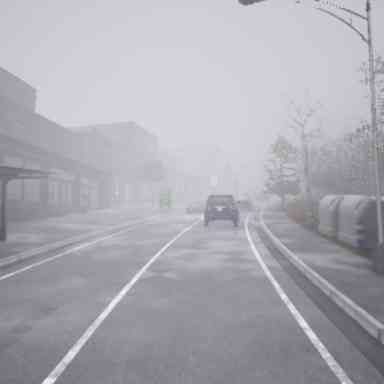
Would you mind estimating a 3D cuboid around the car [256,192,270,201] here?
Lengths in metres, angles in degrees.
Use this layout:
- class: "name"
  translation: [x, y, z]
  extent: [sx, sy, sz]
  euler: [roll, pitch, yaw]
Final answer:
- class: "car"
  translation: [15.521, 0.834, 72.643]
  extent: [2.150, 2.045, 5.566]
  euler: [-3, -1, 25]

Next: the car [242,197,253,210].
- class: "car"
  translation: [6.395, 1.329, 41.084]
  extent: [1.882, 1.535, 5.008]
  euler: [-2, 0, 17]

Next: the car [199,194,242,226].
- class: "car"
  translation: [2.146, 1.159, 23.110]
  extent: [2.150, 2.045, 5.566]
  euler: [-1, 0, 9]

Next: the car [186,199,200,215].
- class: "car"
  translation: [0.695, 1.478, 34.223]
  extent: [1.837, 1.490, 4.892]
  euler: [-1, 0, 14]
